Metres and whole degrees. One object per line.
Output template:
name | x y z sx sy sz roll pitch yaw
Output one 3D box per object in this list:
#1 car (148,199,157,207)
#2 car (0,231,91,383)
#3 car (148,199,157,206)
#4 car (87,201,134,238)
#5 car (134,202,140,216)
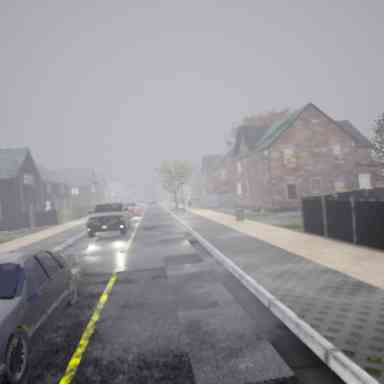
car | -8.306 2.250 70.273 2.128 1.511 4.902 -5 0 -7
car | -3.305 1.810 5.723 2.033 1.411 5.357 -5 0 -7
car | -9.536 2.500 80.447 2.128 1.511 4.902 -5 -1 -7
car | -5.237 1.642 21.436 2.150 2.045 5.566 -5 0 -6
car | -7.330 1.983 39.470 2.097 1.767 4.553 -5 0 -7
